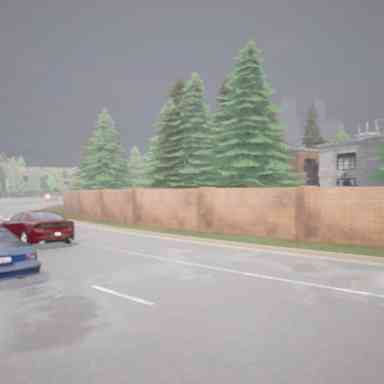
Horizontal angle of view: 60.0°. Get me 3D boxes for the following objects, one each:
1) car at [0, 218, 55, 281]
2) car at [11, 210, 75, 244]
[{"bbox_3d":[-6.094,1.597,9.232,5.357,1.411,2.033,0,0,43],"label":"car"},{"bbox_3d":[-7.182,1.560,15.241,1.882,1.535,5.008,0,0,-45],"label":"car"}]
